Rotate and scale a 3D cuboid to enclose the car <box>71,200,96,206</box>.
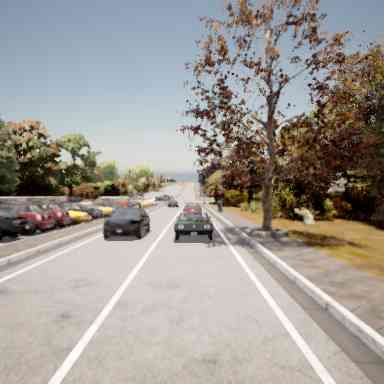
[{"bbox_3d":[-23.342,2.358,71.382,4.674,1.452,2.002,0,-1,0],"label":"car"}]

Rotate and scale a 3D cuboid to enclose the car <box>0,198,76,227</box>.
[{"bbox_3d":[-10.271,1.470,21.406,4.553,1.767,2.185,0,-1,0],"label":"car"}]

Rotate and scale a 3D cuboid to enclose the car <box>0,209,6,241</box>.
[{"bbox_3d":[-10.311,1.541,13.077,4.674,1.452,2.002,0,-1,0],"label":"car"}]

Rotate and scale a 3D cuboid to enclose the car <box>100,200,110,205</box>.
[{"bbox_3d":[-10.302,1.691,29.733,4.892,1.521,2.231,0,-1,0],"label":"car"}]

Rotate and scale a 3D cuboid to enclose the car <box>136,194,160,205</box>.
[{"bbox_3d":[-10.293,2.067,71.366,5.566,2.045,2.435,0,-1,0],"label":"car"}]

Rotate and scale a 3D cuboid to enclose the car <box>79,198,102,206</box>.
[{"bbox_3d":[-23.372,2.301,76.800,4.553,1.767,2.185,0,-1,0],"label":"car"}]

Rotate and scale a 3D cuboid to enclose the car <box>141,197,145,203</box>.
[{"bbox_3d":[-10.273,1.951,51.942,4.892,1.521,2.231,0,-1,0],"label":"car"}]

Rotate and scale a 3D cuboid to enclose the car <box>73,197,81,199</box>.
[{"bbox_3d":[-23.325,2.126,60.305,4.792,1.488,2.163,0,-1,0],"label":"car"}]

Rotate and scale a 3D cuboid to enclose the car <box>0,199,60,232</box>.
[{"bbox_3d":[-10.273,1.438,18.631,4.553,1.767,2.185,0,-1,0],"label":"car"}]

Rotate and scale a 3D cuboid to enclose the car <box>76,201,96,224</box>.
[{"bbox_3d":[-10.115,1.624,24.181,5.366,1.575,1.946,0,-1,0],"label":"car"}]

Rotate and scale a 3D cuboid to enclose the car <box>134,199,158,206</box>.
[{"bbox_3d":[-10.268,2.374,74.136,5.008,1.535,2.097,0,-1,0],"label":"car"}]

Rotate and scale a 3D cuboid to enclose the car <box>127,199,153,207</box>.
[{"bbox_3d":[-10.275,2.208,65.809,4.892,1.521,2.231,0,-1,0],"label":"car"}]

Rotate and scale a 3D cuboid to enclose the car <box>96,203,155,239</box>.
[{"bbox_3d":[-3.358,1.547,17.840,1.882,1.535,5.008,0,0,0],"label":"car"}]

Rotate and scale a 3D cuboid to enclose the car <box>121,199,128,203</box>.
[{"bbox_3d":[-10.260,1.813,38.061,4.792,1.488,2.163,0,-1,0],"label":"car"}]

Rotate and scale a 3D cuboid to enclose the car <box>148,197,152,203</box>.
[{"bbox_3d":[-10.090,2.037,57.361,5.366,1.575,1.946,0,-1,0],"label":"car"}]

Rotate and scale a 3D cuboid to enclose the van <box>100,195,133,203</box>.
[{"bbox_3d":[-10.402,1.621,43.616,4.442,1.987,1.878,0,-1,0],"label":"van"}]

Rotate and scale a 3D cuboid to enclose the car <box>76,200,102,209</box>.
[{"bbox_3d":[-10.292,1.659,26.957,4.892,1.521,2.231,0,-1,0],"label":"car"}]

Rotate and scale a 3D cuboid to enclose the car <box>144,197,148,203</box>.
[{"bbox_3d":[-10.463,1.990,54.709,5.366,1.575,1.946,0,-1,0],"label":"car"}]

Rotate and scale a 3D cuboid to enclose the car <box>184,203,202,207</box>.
[{"bbox_3d":[0.071,1.815,35.167,1.994,1.385,4.181,0,-1,0],"label":"car"}]

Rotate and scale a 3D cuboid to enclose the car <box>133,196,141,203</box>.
[{"bbox_3d":[-10.313,1.786,49.164,4.553,1.767,2.185,0,-1,0],"label":"car"}]

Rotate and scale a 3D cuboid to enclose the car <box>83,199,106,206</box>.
[{"bbox_3d":[-23.334,2.482,79.568,5.008,1.535,2.097,0,-1,0],"label":"car"}]

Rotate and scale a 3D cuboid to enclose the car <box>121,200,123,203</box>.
[{"bbox_3d":[-10.263,1.782,35.285,4.792,1.488,2.163,0,-1,0],"label":"car"}]

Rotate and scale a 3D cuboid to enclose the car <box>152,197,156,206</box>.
[{"bbox_3d":[-10.086,2.148,63.033,5.366,1.575,1.946,0,-1,0],"label":"car"}]

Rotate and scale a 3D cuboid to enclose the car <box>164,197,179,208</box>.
[{"bbox_3d":[-3.398,2.049,59.322,1.882,1.535,5.008,0,-1,0],"label":"car"}]

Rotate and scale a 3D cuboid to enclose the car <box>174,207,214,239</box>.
[{"bbox_3d":[0.090,1.670,17.688,1.895,1.301,4.718,0,0,0],"label":"car"}]

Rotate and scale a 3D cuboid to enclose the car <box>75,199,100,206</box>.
[{"bbox_3d":[-23.313,2.403,74.152,4.792,1.488,2.163,0,-1,0],"label":"car"}]

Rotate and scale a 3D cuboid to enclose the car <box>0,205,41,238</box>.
[{"bbox_3d":[-10.301,1.532,15.853,5.008,1.535,2.097,0,-1,0],"label":"car"}]

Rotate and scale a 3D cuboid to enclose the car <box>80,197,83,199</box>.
[{"bbox_3d":[-23.380,1.901,63.080,5.566,2.045,2.435,0,-1,0],"label":"car"}]

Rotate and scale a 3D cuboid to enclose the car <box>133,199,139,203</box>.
[{"bbox_3d":[-10.313,1.908,46.389,4.792,1.488,2.163,0,-1,0],"label":"car"}]

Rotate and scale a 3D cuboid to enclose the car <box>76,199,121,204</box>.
[{"bbox_3d":[-10.108,1.718,32.509,5.366,1.575,1.946,0,-1,0],"label":"car"}]

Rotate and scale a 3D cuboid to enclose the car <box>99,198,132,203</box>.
[{"bbox_3d":[-10.259,1.845,40.837,4.792,1.488,2.163,0,-1,0],"label":"car"}]
